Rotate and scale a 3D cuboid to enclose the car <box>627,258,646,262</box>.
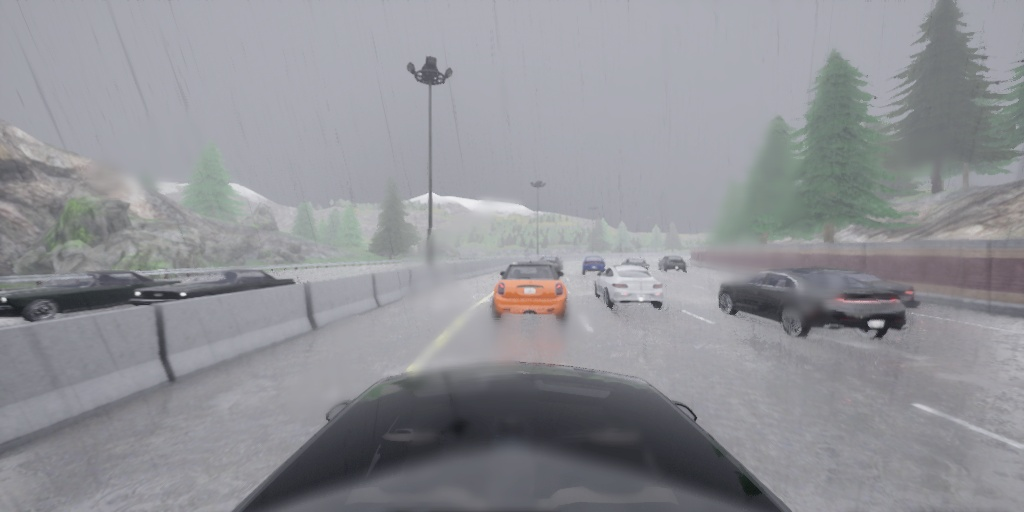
[{"bbox_3d":[10.739,0.846,31.385,1.895,1.301,4.718,0,1,13],"label":"car"}]

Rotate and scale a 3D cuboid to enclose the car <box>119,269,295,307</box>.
[{"bbox_3d":[-10.026,1.144,12.535,1.895,1.301,4.718,0,1,5],"label":"car"}]

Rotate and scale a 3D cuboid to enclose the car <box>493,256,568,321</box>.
[{"bbox_3d":[0.642,0.925,11.806,2.097,1.767,4.553,0,1,4],"label":"car"}]

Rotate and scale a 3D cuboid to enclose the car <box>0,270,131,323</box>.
[{"bbox_3d":[-13.620,1.158,11.415,1.895,1.301,4.718,0,1,4],"label":"car"}]

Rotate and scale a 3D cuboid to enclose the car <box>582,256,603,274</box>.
[{"bbox_3d":[7.201,0.716,31.480,1.882,1.535,5.008,0,1,13],"label":"car"}]

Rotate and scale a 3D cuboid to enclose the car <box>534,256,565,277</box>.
[{"bbox_3d":[3.178,0.759,29.433,2.128,1.511,4.902,0,1,11],"label":"car"}]

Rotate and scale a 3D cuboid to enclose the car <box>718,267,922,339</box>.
[{"bbox_3d":[7.484,1.114,9.647,2.128,1.511,4.902,0,1,4],"label":"car"}]

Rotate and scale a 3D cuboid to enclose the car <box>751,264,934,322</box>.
[{"bbox_3d":[11.218,1.118,12.940,2.033,1.411,5.357,0,1,6],"label":"car"}]

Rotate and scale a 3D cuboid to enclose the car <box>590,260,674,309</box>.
[{"bbox_3d":[4.304,1.072,13.657,1.812,1.442,4.674,0,1,5],"label":"car"}]

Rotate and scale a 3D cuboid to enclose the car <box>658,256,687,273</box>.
[{"bbox_3d":[14.850,0.723,33.344,1.837,1.490,4.892,0,1,14],"label":"car"}]
